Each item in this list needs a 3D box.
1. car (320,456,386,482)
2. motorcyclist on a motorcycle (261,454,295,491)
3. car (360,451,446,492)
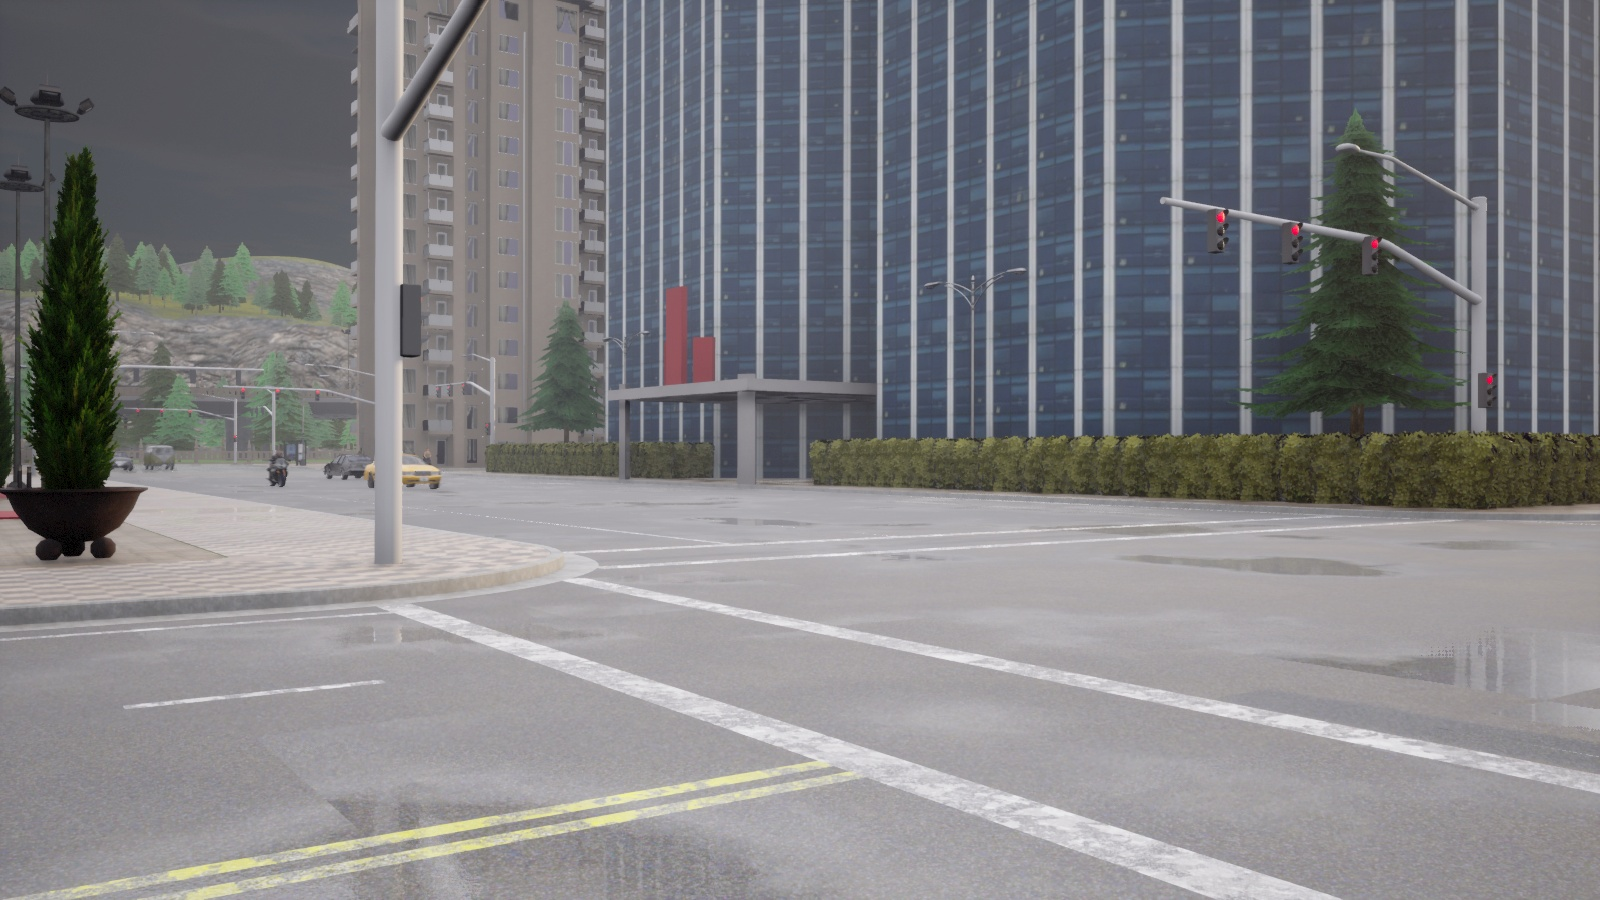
[{"bbox_3d":[-24.587,1.013,68.936,2.033,1.411,5.357,0,0,-35],"label":"car"},{"bbox_3d":[-22.212,0.958,53.429,0.866,1.530,2.191,0,0,-35],"label":"motorcyclist on a motorcycle"},{"bbox_3d":[-16.171,0.843,50.937,1.801,1.575,5.366,0,0,-35],"label":"car"}]
